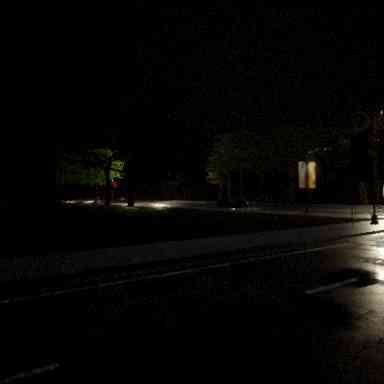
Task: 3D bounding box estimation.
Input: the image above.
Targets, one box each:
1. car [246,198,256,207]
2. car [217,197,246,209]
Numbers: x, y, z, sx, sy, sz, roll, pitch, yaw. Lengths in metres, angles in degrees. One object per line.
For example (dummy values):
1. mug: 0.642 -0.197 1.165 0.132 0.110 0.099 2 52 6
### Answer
1. car: 8.773 1.744 57.122 2.097 1.767 4.553 -1 0 -35
2. car: 6.147 1.936 55.195 1.882 1.535 5.008 -1 0 -35
